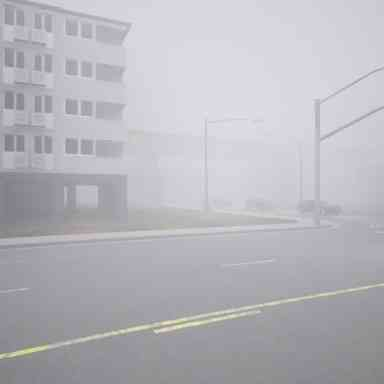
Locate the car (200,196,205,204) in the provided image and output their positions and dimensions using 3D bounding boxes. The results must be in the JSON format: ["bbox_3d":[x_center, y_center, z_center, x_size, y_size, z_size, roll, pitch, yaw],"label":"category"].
[{"bbox_3d":[2.534,1.505,61.434,1.837,1.490,4.892,0,0,3],"label":"car"}]

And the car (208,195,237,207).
[{"bbox_3d":[4.509,1.505,51.301,1.837,1.490,4.892,0,0,-21],"label":"car"}]

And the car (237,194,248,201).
[{"bbox_3d":[11.176,1.540,75.348,2.033,1.411,5.357,0,0,41],"label":"car"}]

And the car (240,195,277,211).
[{"bbox_3d":[8.660,1.492,42.017,2.128,1.511,4.902,0,0,-25],"label":"car"}]

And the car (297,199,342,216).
[{"bbox_3d":[12.713,1.505,33.453,1.837,1.490,4.892,0,0,-25],"label":"car"}]
